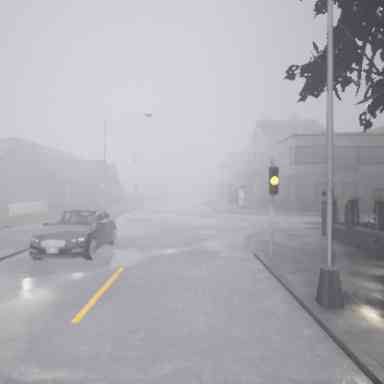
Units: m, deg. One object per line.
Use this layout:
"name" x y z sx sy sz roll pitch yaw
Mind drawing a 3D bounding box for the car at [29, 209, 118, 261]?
"car" -3.999 1.384 11.954 2.128 1.511 4.902 0 1 0
